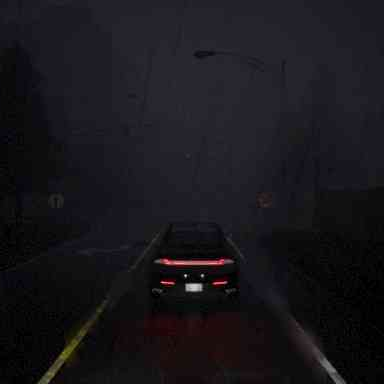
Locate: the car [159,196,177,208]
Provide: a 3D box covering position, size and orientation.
[{"bbox_3d":[-3.584,1.547,47.364,2.033,1.411,5.357,0,0,0],"label":"car"}]

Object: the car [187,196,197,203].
[{"bbox_3d":[0.011,1.491,69.592,2.128,1.511,4.902,0,0,0],"label":"car"}]

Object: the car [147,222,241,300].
[{"bbox_3d":[0.055,1.491,8.361,2.128,1.511,4.902,0,0,0],"label":"car"}]
